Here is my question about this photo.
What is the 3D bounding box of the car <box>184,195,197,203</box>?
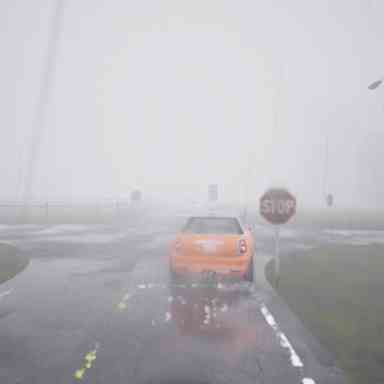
[{"bbox_3d":[-0.035,1.539,64.065,2.033,1.411,5.357,0,0,-2],"label":"car"}]

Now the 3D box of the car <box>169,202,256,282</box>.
[{"bbox_3d":[0.805,1.349,10.020,2.097,1.767,4.553,0,0,10],"label":"car"}]

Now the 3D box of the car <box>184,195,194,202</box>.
[{"bbox_3d":[-0.705,1.459,74.591,1.837,1.490,4.892,0,0,-6],"label":"car"}]
